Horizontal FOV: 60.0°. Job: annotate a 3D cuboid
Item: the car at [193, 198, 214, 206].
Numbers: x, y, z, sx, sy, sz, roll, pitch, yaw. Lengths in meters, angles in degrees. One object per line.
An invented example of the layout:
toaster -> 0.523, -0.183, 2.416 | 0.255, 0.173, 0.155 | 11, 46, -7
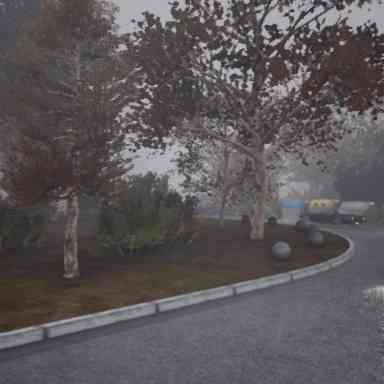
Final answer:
car -> 2.409, 2.177, 72.733 | 2.163, 1.488, 4.792 | 0, 0, -36

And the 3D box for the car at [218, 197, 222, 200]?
car -> 3.352, 1.894, 57.333 | 2.435, 2.045, 5.566 | 0, 0, -36

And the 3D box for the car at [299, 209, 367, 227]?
car -> 10.481, 1.924, 25.229 | 1.895, 1.301, 4.718 | 4, -2, -29

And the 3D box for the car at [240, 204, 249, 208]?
car -> 7.897, 2.147, 60.550 | 2.097, 1.535, 5.008 | 0, 0, -36

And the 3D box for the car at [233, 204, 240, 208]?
car -> 5.734, 2.185, 59.001 | 2.002, 1.452, 4.674 | 0, 0, -36

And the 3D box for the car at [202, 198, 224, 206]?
car -> 4.700, 2.154, 74.339 | 2.231, 1.521, 4.892 | 0, 0, -35

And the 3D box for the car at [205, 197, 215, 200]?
car -> 1.187, 1.896, 55.785 | 2.435, 2.045, 5.566 | 0, 0, -36

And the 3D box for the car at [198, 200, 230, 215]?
car -> 1.797, 2.068, 38.233 | 1.882, 1.535, 5.008 | 4, -3, -34

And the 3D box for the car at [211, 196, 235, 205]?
car -> 7.004, 1.908, 75.944 | 2.435, 2.045, 5.566 | 0, 0, -36
